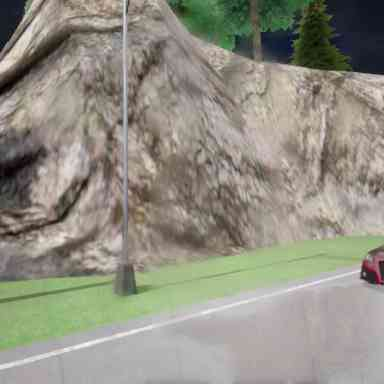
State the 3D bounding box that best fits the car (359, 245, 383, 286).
[{"bbox_3d":[5.997,1.564,8.126,4.181,1.385,1.994,0,0,-34],"label":"car"}]
